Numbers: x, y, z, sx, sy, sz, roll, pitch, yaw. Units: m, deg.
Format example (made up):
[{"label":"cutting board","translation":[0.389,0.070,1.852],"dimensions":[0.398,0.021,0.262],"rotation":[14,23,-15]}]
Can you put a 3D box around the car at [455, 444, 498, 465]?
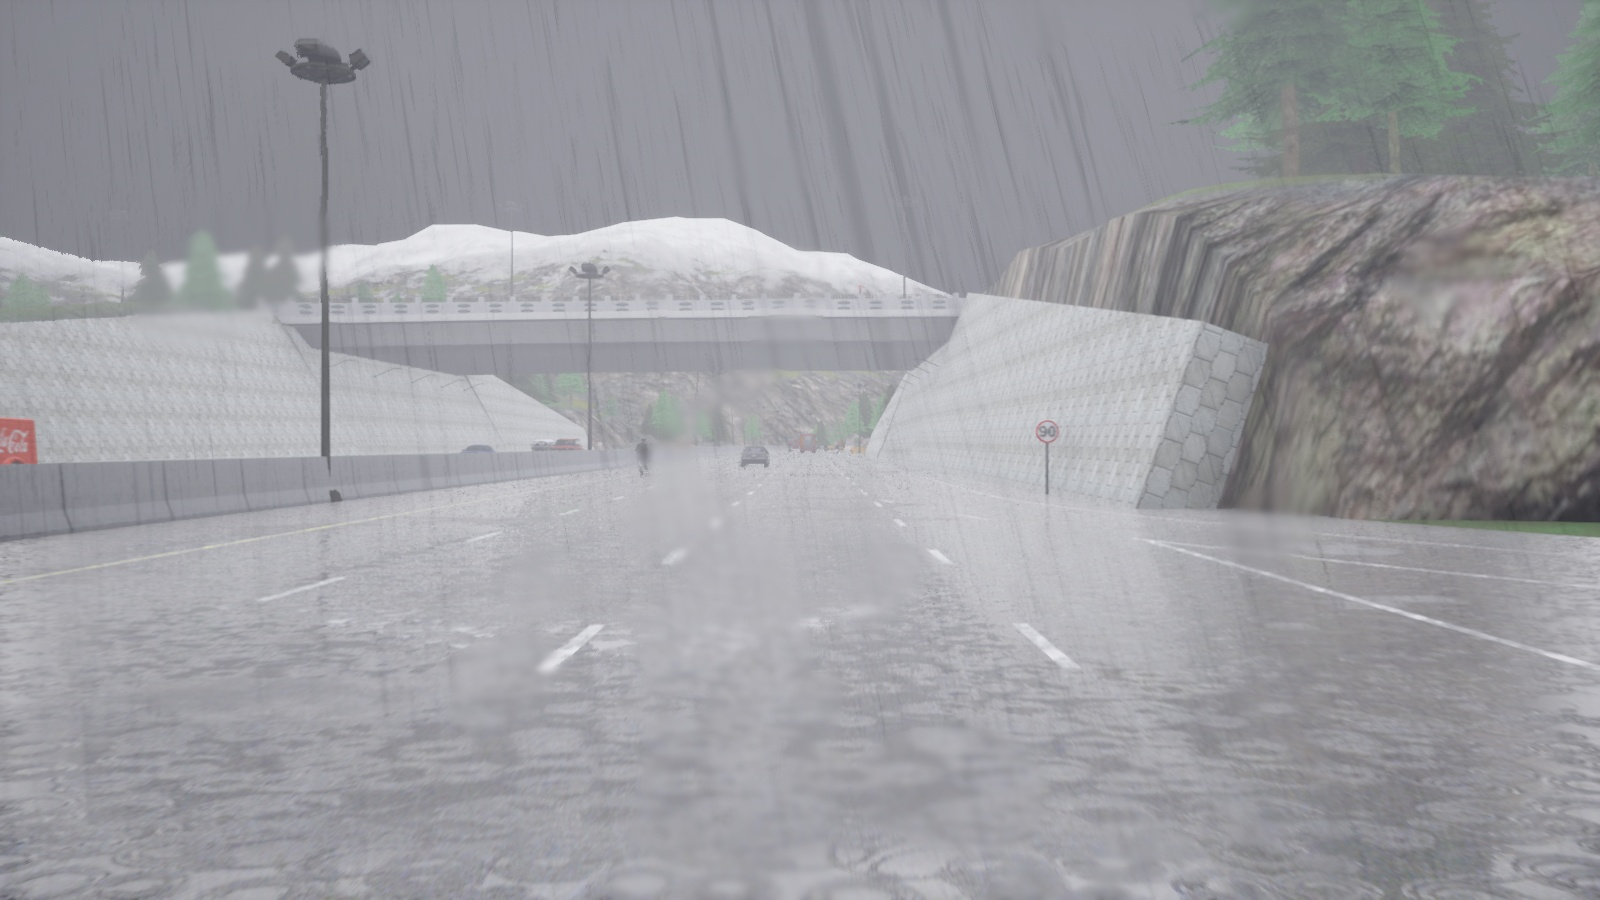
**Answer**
[{"label":"car","translation":[-23.953,0.304,93.252],"dimensions":[1.882,1.535,5.008],"rotation":[0,0,0]}]

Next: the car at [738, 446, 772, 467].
[{"label":"car","translation":[-3.000,0.426,84.991],"dimensions":[2.033,1.411,5.357],"rotation":[0,0,0]}]

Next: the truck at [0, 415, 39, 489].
[{"label":"truck","translation":[-27.751,0.067,41.021],"dimensions":[2.627,2.467,5.204],"rotation":[0,0,0]}]
